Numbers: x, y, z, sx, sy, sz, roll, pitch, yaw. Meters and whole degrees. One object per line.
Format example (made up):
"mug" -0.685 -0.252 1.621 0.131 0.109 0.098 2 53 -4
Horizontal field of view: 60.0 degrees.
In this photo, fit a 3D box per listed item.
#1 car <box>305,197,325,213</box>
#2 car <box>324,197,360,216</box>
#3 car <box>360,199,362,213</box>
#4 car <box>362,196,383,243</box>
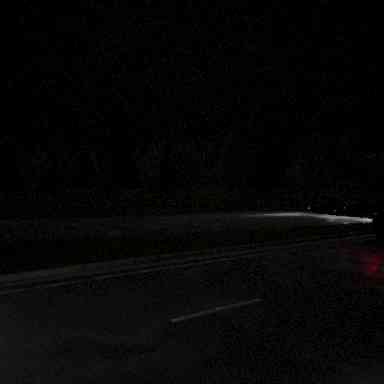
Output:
"car" 13.437 1.278 32.911 4.902 1.511 2.128 0 0 -25
"car" 14.413 1.325 29.512 4.674 1.442 1.812 0 0 -24
"car" 16.351 1.354 26.547 5.357 1.411 2.033 0 0 -25
"car" 9.939 1.114 13.948 5.566 2.045 2.150 0 0 -30
